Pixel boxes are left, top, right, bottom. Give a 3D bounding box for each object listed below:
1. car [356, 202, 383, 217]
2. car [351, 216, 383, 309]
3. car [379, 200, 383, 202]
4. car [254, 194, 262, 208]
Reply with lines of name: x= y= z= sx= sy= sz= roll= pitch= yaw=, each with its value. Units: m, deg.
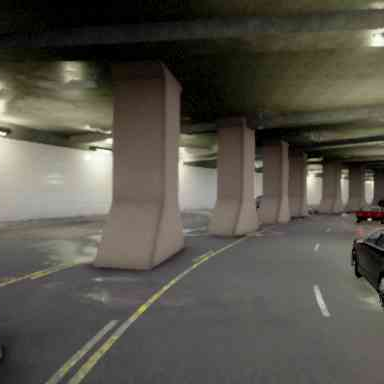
car: x=14.628 y=1.781 z=26.896 sx=1.895 sy=1.301 sz=4.718 roll=1 pitch=0 yaw=34
car: x=4.894 y=1.552 z=7.391 sx=2.128 sy=1.511 sz=4.902 roll=1 pitch=0 yaw=16
car: x=29.114 y=1.866 z=49.318 sx=4.892 sy=1.490 sz=1.837 roll=1 pitch=0 yaw=-40
car: x=9.487 y=1.330 z=43.331 sx=2.150 sy=2.045 sz=5.566 roll=1 pitch=0 yaw=41
